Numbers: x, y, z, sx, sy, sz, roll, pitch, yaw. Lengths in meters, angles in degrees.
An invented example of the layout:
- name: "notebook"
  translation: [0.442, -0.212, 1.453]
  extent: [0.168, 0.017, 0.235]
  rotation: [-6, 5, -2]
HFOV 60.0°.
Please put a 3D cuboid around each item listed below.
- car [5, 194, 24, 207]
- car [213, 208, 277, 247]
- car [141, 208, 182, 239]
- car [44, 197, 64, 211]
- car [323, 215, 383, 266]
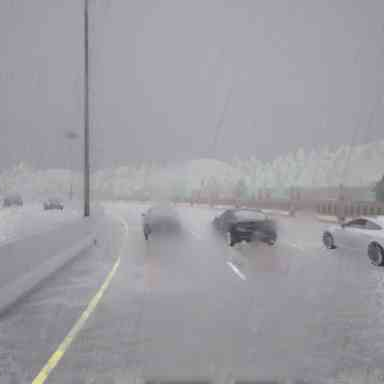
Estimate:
- name: "car"
  translation: [-29.098, 1.357, 54.292]
  extent: [2.150, 2.045, 5.566]
  rotation: [0, 0, -37]
- name: "car"
  translation: [2.241, 1.481, 15.287]
  extent: [1.882, 1.535, 5.008]
  rotation: [0, 0, -8]
- name: "car"
  translation: [-1.646, 1.543, 17.443]
  extent: [1.812, 1.442, 4.674]
  rotation: [0, 0, -10]
- name: "car"
  translation: [-17.595, 1.439, 42.345]
  extent: [2.097, 1.767, 4.553]
  rotation: [0, 0, -27]
- name: "car"
  translation: [6.297, 1.513, 11.370]
  extent: [1.812, 1.442, 4.674]
  rotation: [0, 0, -6]
